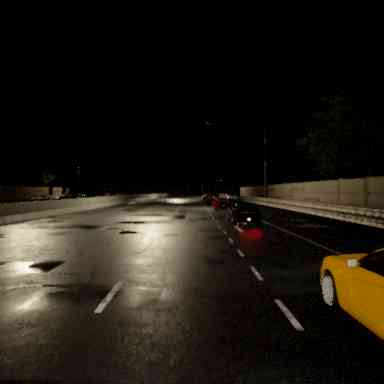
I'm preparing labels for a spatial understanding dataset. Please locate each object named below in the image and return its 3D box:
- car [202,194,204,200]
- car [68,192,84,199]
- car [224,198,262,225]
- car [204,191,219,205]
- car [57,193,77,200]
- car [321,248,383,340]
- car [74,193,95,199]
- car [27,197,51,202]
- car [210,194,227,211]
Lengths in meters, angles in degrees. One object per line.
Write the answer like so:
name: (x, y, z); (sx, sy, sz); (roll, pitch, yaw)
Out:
car: (3.672, 1.364, 83.446); (1.895, 1.301, 4.718); (0, 0, 0)
car: (-27.854, 0.864, 80.065); (1.882, 1.535, 5.008); (0, 0, 0)
car: (3.506, 1.418, 22.840); (1.837, 1.490, 4.892); (0, 0, 0)
car: (3.544, 1.039, 55.875); (2.150, 2.045, 5.566); (0, 0, 0)
car: (-20.988, 1.321, 55.657); (1.837, 1.490, 4.892); (0, 0, 1)
car: (3.501, 1.460, 4.675); (1.882, 1.535, 5.008); (0, 0, 0)
car: (-17.491, 1.320, 55.714); (1.837, 1.490, 4.892); (0, 0, 1)
car: (-24.495, 1.423, 53.158); (1.895, 1.301, 4.718); (0, 0, 1)
car: (3.511, 1.338, 39.306); (1.882, 1.535, 5.008); (0, 0, 0)
